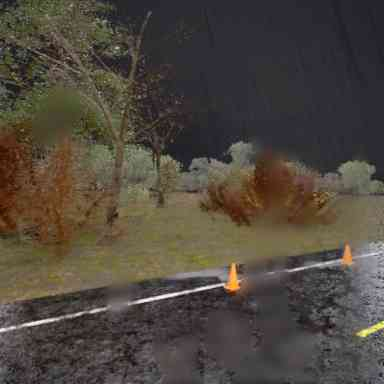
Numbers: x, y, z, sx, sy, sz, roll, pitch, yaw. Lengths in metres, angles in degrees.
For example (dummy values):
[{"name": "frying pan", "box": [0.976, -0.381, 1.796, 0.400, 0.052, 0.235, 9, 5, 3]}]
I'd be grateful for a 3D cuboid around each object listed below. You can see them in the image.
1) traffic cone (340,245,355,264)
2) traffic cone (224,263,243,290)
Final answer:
[{"name": "traffic cone", "box": [5.092, 2.026, 10.876, 0.340, 0.580, 0.340, 0, 0, -35]}, {"name": "traffic cone", "box": [0.997, 1.999, 7.972, 0.340, 0.580, 0.340, 0, 0, -36]}]
